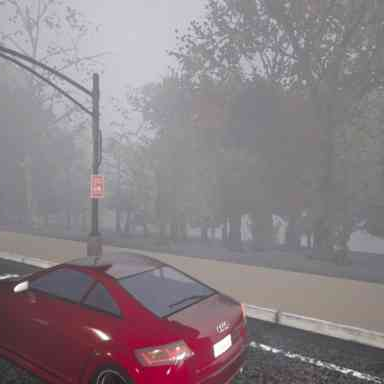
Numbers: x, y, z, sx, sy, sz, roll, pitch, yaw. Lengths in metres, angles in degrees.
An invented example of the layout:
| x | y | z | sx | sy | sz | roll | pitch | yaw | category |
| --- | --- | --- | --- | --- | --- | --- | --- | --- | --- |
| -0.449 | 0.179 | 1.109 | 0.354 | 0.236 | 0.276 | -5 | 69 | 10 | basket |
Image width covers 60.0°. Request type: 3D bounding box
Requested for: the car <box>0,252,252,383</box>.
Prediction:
| x | y | z | sx | sy | sz | roll | pitch | yaw | category |
| --- | --- | --- | --- | --- | --- | --- | --- | --- | --- |
| -1.314 | 1.563 | 4.618 | 4.181 | 1.385 | 1.994 | 0 | 0 | 35 | car |
